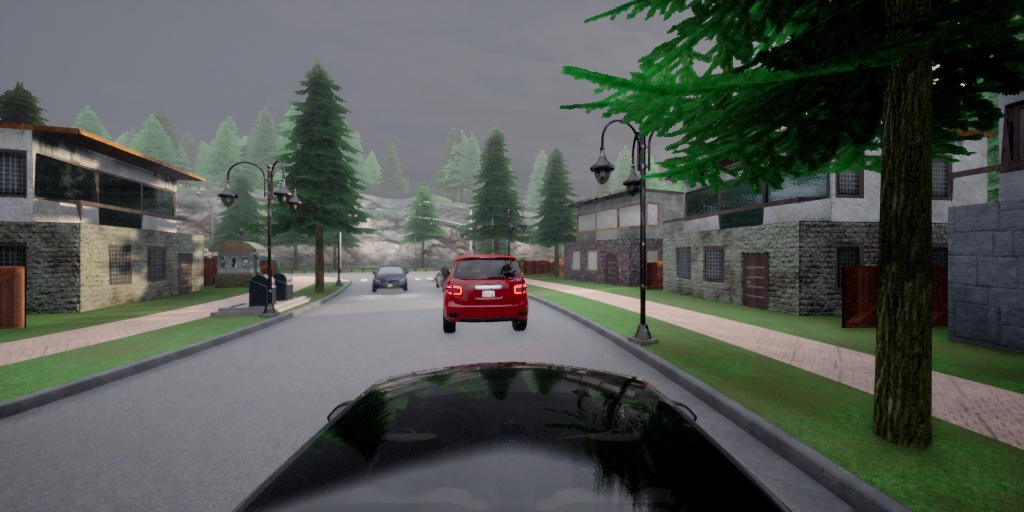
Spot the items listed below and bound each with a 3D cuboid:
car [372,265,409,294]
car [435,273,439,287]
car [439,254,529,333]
[{"bbox_3d":[-7.001,1.275,20.762,1.812,1.442,4.674,0,0,-18],"label":"car"},{"bbox_3d":[-3.450,1.298,21.451,2.033,1.411,5.357,0,0,-18],"label":"car"},{"bbox_3d":[-0.947,0.971,10.987,2.150,2.045,5.566,0,0,-9],"label":"car"}]
